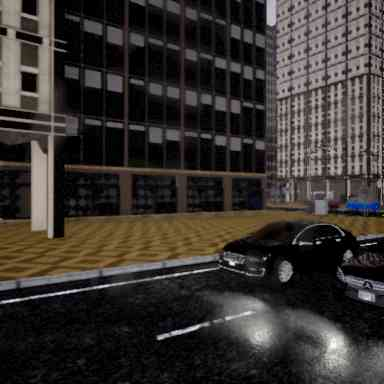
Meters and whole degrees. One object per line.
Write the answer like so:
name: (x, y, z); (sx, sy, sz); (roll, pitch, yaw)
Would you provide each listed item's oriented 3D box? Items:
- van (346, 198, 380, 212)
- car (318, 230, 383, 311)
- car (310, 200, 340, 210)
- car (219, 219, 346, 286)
van: (22.079, 1.666, 43.133); (1.690, 1.788, 3.998); (0, 0, -34)
car: (4.996, 1.617, 7.242); (4.674, 1.442, 1.812); (1, -1, -35)
car: (18.900, 1.845, 47.669); (1.887, 1.381, 4.507); (0, 0, -34)
car: (2.994, 1.596, 9.806); (4.892, 1.490, 1.837); (1, -1, -35)
